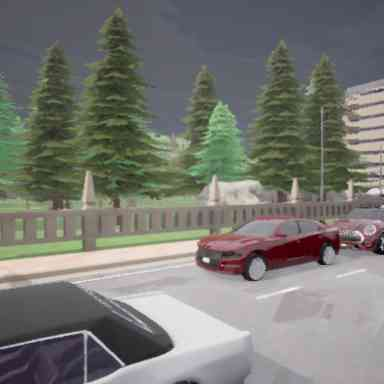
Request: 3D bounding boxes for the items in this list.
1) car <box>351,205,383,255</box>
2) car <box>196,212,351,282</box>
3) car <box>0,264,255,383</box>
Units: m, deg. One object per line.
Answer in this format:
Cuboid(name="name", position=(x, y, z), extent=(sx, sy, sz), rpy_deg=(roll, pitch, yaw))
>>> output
Cuboid(name="car", position=(7.291, 1.330, 13.373), extent=(4.553, 1.767, 2.097), rpy_deg=(0, 0, -36))
Cuboid(name="car", position=(2.405, 1.465, 9.948), extent=(5.008, 1.535, 1.882), rpy_deg=(0, 0, -35))
Cuboid(name="car", position=(-1.787, 1.601, 2.701), extent=(4.718, 1.301, 1.895), rpy_deg=(0, 0, -35))
